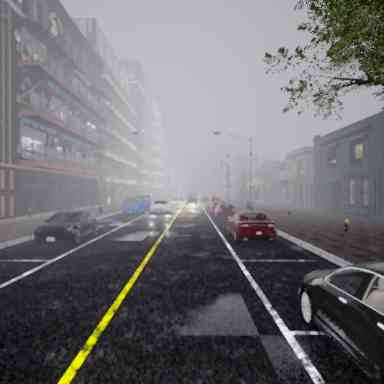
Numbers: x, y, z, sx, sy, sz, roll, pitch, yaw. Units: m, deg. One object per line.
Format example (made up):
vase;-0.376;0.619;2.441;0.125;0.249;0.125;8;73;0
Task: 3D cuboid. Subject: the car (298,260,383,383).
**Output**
car;2.689;1.540;4.169;2.008;1.369;4.403;0;0;0

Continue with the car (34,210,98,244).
car;-5.691;1.531;15.564;1.947;1.339;4.313;0;0;0

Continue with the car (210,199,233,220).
car;2.690;1.529;26.955;1.802;1.307;4.206;0;0;0

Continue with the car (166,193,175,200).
car;-5.686;1.219;89.623;2.192;1.841;5.009;0;0;0

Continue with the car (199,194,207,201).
car;2.694;1.344;83.921;1.967;1.590;4.097;0;0;0

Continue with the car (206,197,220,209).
car;2.691;1.484;32.652;1.887;1.381;4.507;0;0;0

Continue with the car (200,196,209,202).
car;2.694;1.471;72.529;1.947;1.339;4.313;0;0;0

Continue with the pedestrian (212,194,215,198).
pedestrian;3.005;1.216;46.840;0.375;1.860;0.375;0;0;0

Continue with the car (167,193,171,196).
car;-5.686;1.486;78.229;1.802;1.307;4.206;0;0;0

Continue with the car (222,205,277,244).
car;2.689;1.510;15.561;1.887;1.381;4.507;0;0;0

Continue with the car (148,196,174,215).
car;-3.101;1.463;33.377;1.812;1.442;4.674;0;0;0

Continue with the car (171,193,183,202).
car;-2.993;1.431;73.783;1.994;1.385;4.181;0;0;0

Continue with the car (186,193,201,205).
car;0.006;1.403;57.473;2.128;1.511;4.902;0;0;0

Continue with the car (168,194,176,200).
car;-5.685;1.346;95.320;1.967;1.590;4.097;0;0;0

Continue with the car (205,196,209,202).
car;3.005;1.381;43.851;1.801;1.575;5.366;0;0;0

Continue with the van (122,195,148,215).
van;-5.691;1.280;32.656;1.690;1.788;3.998;0;0;0

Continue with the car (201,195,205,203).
car;2.694;1.488;66.832;1.802;1.307;4.206;0;0;0

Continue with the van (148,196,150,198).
van;-5.690;1.273;38.352;1.690;1.788;3.998;0;0;0
